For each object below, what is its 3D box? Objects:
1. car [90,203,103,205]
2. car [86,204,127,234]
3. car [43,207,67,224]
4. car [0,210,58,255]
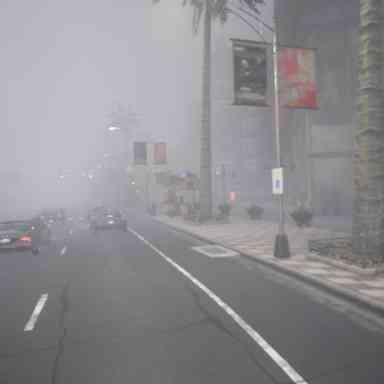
[{"bbox_3d":[-9.245,1.758,32.439,1.812,1.442,4.674,-2,0,-18],"label":"car"},{"bbox_3d":[-5.258,1.693,20.568,1.994,1.385,4.181,-2,0,-21],"label":"car"},{"bbox_3d":[-11.291,1.909,27.198,1.895,1.301,4.718,-2,0,-17],"label":"car"},{"bbox_3d":[-7.106,1.746,13.858,2.033,1.411,5.357,-2,0,-16],"label":"car"}]
